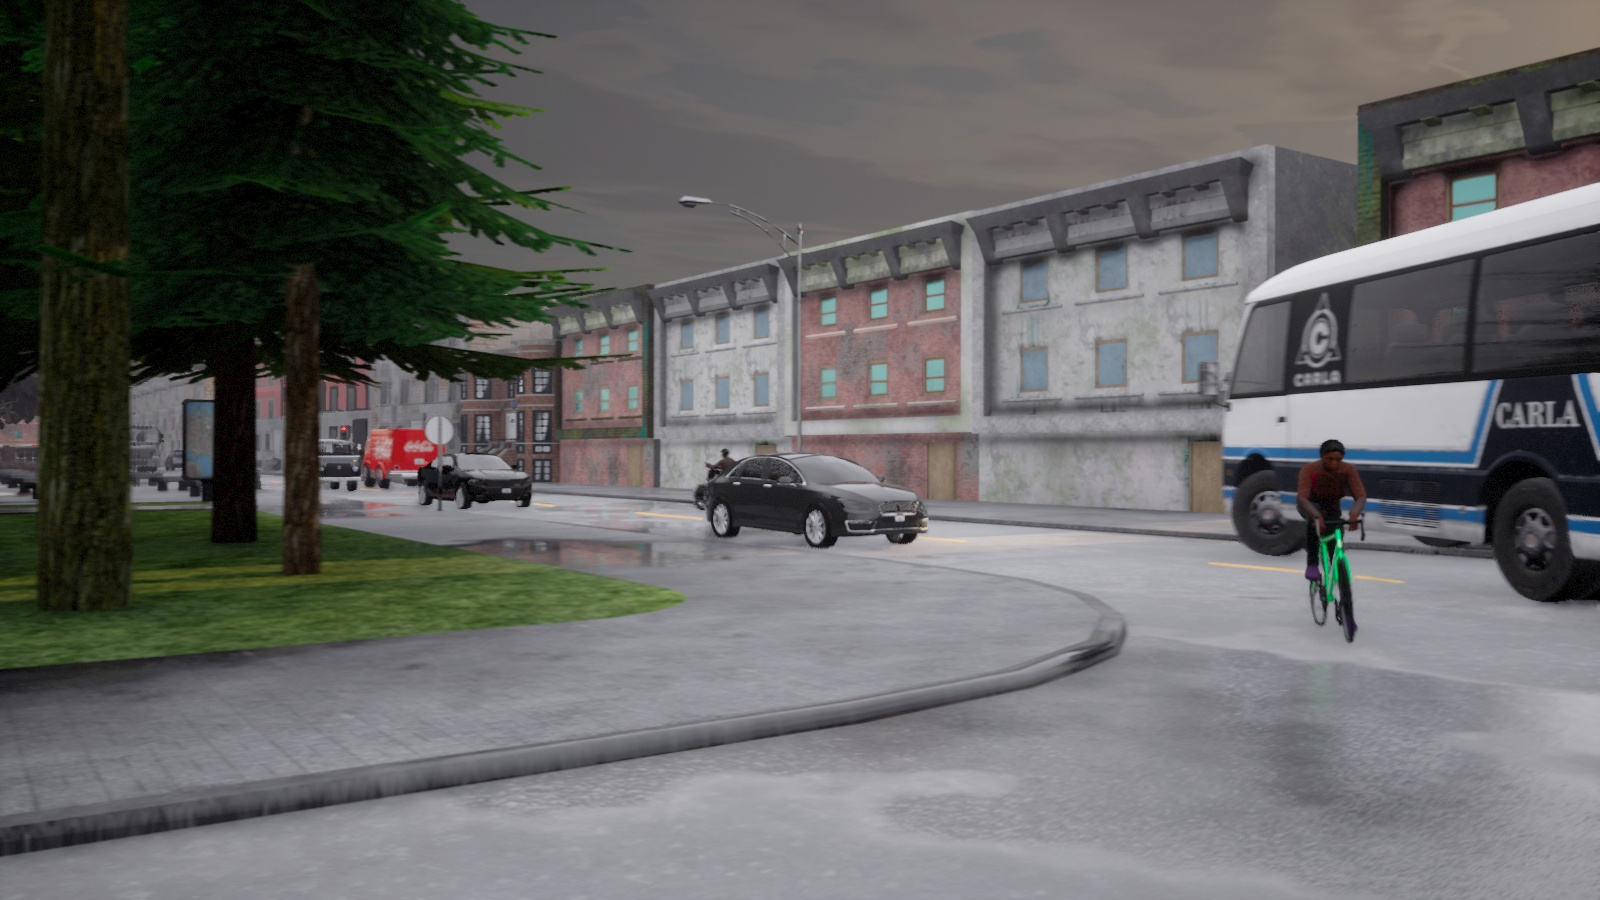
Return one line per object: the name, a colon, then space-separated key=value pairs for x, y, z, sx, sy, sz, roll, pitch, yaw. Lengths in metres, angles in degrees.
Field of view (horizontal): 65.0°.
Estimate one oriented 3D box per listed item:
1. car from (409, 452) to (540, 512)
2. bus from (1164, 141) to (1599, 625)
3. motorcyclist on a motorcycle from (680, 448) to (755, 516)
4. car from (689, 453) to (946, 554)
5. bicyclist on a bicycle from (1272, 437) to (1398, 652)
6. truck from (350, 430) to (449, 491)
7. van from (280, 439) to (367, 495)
car: x=-9.026 y=0.828 z=34.502 sx=1.882 sy=1.535 sz=5.008 roll=0 pitch=0 yaw=-34
bus: x=8.487 y=-0.641 z=15.500 sx=3.944 sy=4.253 sz=10.273 roll=-1 pitch=1 yaw=-7
motorcyclist on a motorcycle: x=-2.089 y=0.779 z=31.470 sx=0.766 sy=1.649 sz=2.350 roll=0 pitch=0 yaw=-35
car: x=0.145 y=0.802 z=21.155 sx=1.837 sy=1.490 sz=4.892 roll=0 pitch=0 yaw=-34
bicyclist on a bicycle: x=4.354 y=0.715 z=10.324 sx=0.582 sy=1.620 sz=1.656 roll=-2 pitch=0 yaw=11
truck: x=-17.021 y=0.428 z=53.202 sx=2.627 sy=2.467 sz=5.204 roll=0 pitch=0 yaw=-34
van: x=-18.197 y=0.627 z=47.851 sx=2.069 sy=2.038 sz=4.480 roll=0 pitch=0 yaw=-34
